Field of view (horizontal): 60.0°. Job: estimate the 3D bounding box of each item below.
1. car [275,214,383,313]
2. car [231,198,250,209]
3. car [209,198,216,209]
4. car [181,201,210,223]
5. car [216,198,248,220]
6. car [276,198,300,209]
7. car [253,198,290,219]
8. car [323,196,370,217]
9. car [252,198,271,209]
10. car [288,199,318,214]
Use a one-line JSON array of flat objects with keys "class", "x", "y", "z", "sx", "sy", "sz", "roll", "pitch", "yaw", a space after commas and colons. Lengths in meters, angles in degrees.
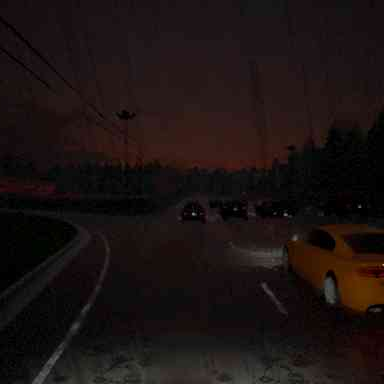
[{"class": "car", "x": 3.600, "y": 1.511, "z": 7.838, "sx": 1.882, "sy": 1.535, "sz": 5.008, "roll": 0, "pitch": 0, "yaw": 0}, {"class": "car", "x": 7.102, "y": 1.710, "z": 49.283, "sx": 2.128, "sy": 1.511, "sz": 4.902, "roll": 0, "pitch": 0, "yaw": 0}, {"class": "car", "x": 3.603, "y": 1.704, "z": 50.900, "sx": 1.882, "sy": 1.535, "sz": 5.008, "roll": 0, "pitch": 0, "yaw": 0}, {"class": "car", "x": 0.102, "y": 1.666, "z": 26.576, "sx": 2.033, "sy": 1.411, "sz": 5.357, "roll": 0, "pitch": 0, "yaw": 0}, {"class": "car", "x": 3.602, "y": 1.485, "z": 29.814, "sx": 2.097, "sy": 1.767, "sz": 4.553, "roll": 0, "pitch": 0, "yaw": 0}, {"class": "car", "x": 14.103, "y": 1.708, "z": 49.275, "sx": 2.128, "sy": 1.511, "sz": 4.902, "roll": 0, "pitch": 0, "yaw": 0}, {"class": "car", "x": 7.101, "y": 1.629, "z": 30.896, "sx": 2.128, "sy": 1.511, "sz": 4.902, "roll": 0, "pitch": 0, "yaw": 0}, {"class": "car", "x": 14.101, "y": 1.355, "z": 30.620, "sx": 2.150, "sy": 2.045, "sz": 5.566, "roll": 0, "pitch": 0, "yaw": 0}, {"class": "car", "x": 10.602, "y": 1.702, "z": 50.899, "sx": 1.882, "sy": 1.535, "sz": 5.008, "roll": 0, "pitch": 0, "yaw": 0}, {"class": "car", "x": 10.601, "y": 1.706, "z": 32.186, "sx": 1.994, "sy": 1.385, "sz": 4.181, "roll": 0, "pitch": 0, "yaw": 0}]
